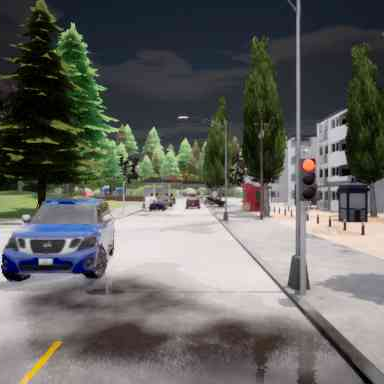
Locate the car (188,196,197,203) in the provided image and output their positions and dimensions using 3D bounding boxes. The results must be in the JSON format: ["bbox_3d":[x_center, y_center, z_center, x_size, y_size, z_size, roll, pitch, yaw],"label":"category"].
[{"bbox_3d":[0.119,1.723,73.692,1.812,1.442,4.674,0,0,0],"label":"car"}]

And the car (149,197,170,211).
[{"bbox_3d":[-4.062,1.598,40.443,1.895,1.301,4.718,0,0,0],"label":"car"}]

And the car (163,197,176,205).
[{"bbox_3d":[-3.985,1.560,60.293,1.994,1.385,4.181,0,0,1],"label":"car"}]

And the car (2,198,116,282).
[{"bbox_3d":[-3.639,1.221,10.237,2.150,2.045,5.566,1,0,-7],"label":"car"}]

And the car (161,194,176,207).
[{"bbox_3d":[-4.039,1.349,50.337,2.097,1.767,4.553,0,0,0],"label":"car"}]

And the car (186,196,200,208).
[{"bbox_3d":[0.152,1.474,47.891,1.882,1.535,5.008,0,0,0],"label":"car"}]
